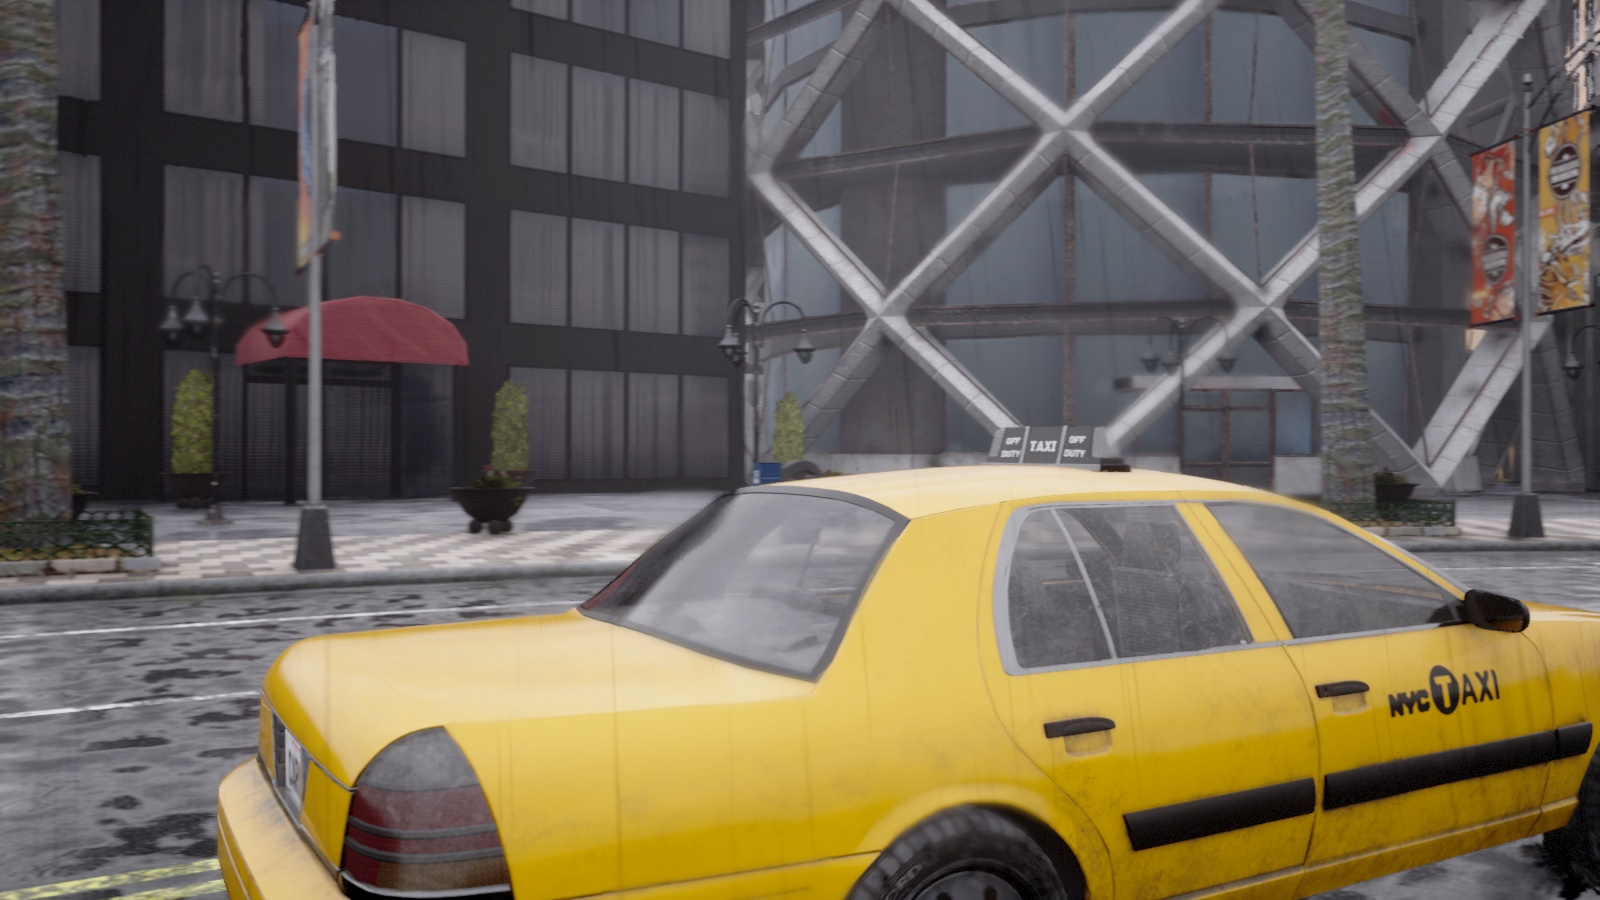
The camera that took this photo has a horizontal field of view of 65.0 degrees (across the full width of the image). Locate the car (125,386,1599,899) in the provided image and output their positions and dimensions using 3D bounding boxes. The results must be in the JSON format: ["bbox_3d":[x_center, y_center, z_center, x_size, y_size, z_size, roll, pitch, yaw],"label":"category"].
[{"bbox_3d":[0.896,0.688,4.064,5.366,1.575,1.801,0,0,-30],"label":"car"}]
